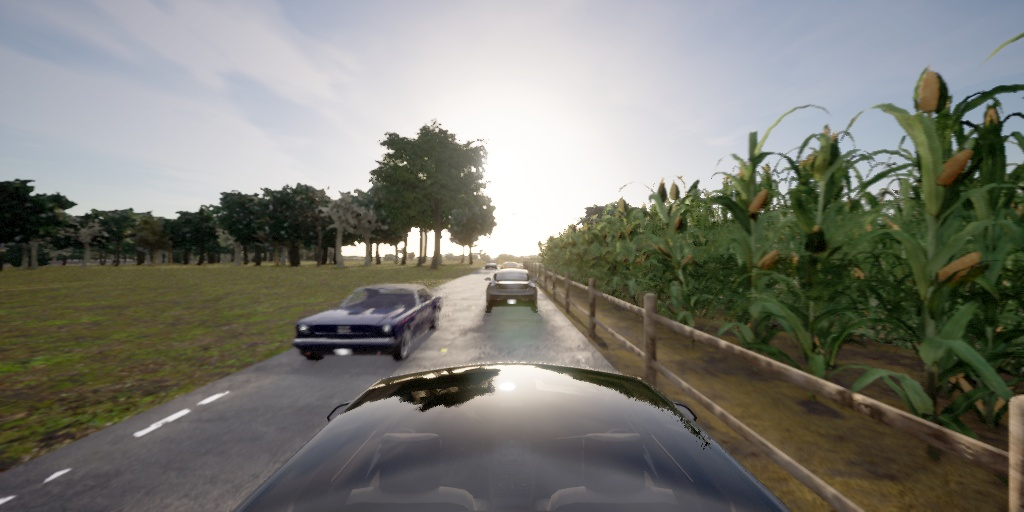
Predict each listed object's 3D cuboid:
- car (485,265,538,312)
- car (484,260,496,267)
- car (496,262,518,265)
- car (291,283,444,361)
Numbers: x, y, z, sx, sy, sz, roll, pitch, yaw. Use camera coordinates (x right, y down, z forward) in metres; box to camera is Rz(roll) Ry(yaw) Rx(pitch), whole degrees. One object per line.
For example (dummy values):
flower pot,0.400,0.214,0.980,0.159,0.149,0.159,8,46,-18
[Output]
car,-0.025,1.265,14.289,1.837,1.490,4.892,0,0,0
car,-3.257,1.392,56.303,2.033,1.411,5.357,0,0,0
car,-0.190,1.275,32.570,1.882,1.535,5.008,0,0,-1
car,-2.921,1.344,8.376,1.895,1.301,4.718,0,0,-1
